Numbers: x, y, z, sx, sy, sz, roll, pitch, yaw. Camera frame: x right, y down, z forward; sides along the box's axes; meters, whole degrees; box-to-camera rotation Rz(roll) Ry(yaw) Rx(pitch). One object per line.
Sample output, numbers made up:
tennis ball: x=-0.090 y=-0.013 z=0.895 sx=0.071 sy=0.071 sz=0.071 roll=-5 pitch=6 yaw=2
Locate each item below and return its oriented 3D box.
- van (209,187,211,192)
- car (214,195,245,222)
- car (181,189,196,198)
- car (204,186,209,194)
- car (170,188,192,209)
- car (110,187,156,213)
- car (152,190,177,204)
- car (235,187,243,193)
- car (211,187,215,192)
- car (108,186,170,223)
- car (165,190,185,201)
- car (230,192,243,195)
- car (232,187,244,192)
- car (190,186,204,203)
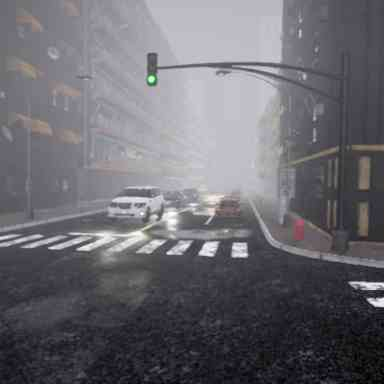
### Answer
van: x=2.750 y=-0.597 z=76.462 sx=1.690 sy=1.788 sz=3.998 roll=0 pitch=1 yaw=9
car: x=2.316 y=1.074 z=20.497 sx=1.802 sy=1.307 sz=4.206 roll=0 pitch=1 yaw=9
car: x=-0.537 y=0.167 z=54.570 sx=1.802 sy=1.307 sz=4.206 roll=0 pitch=1 yaw=9
car: x=1.903 y=-0.277 z=70.823 sx=1.752 sy=1.417 sz=4.829 roll=0 pitch=1 yaw=9
car: x=-1.700 y=0.687 z=30.134 sx=2.128 sy=1.511 sz=4.902 roll=1 pitch=1 yaw=9
car: x=-4.646 y=0.548 z=27.192 sx=2.192 sy=1.841 sz=5.009 roll=0 pitch=1 yaw=9
car: x=-3.028 y=0.504 z=37.977 sx=1.752 sy=1.417 sz=4.829 roll=0 pitch=1 yaw=9
car: x=12.180 y=-0.521 z=86.212 sx=2.008 sy=1.369 sz=4.403 roll=0 pitch=1 yaw=9
car: x=4.393 y=-0.618 z=87.416 sx=1.802 sy=1.307 sz=4.206 roll=0 pitch=1 yaw=9
car: x=-3.179 y=0.650 z=20.291 sx=2.150 sy=2.045 sz=5.566 roll=1 pitch=1 yaw=8
car: x=-2.181 y=0.427 z=43.621 sx=1.802 sy=1.307 sz=4.206 roll=0 pitch=1 yaw=9
car: x=3.138 y=0.913 z=25.972 sx=2.008 sy=1.369 sz=4.403 roll=0 pitch=1 yaw=9
car: x=6.426 y=0.389 z=47.877 sx=1.887 sy=1.381 sz=4.507 roll=0 pitch=1 yaw=9
car: x=-0.195 y=0.312 z=40.078 sx=2.097 sy=1.767 sz=4.553 roll=1 pitch=1 yaw=9
